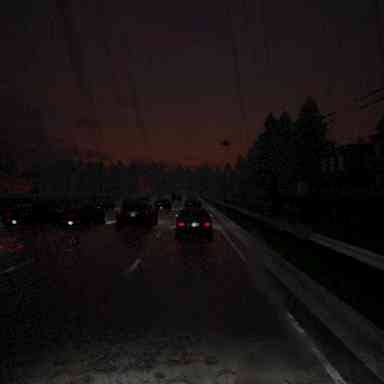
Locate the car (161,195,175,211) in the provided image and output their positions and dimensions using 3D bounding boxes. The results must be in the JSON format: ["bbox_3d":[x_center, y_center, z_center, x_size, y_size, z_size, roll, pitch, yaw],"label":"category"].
[{"bbox_3d":[-3.401,1.484,39.411,1.837,1.490,4.892,0,0,0],"label":"car"}]

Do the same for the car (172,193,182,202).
[{"bbox_3d":[-3.503,1.182,74.595,2.150,2.045,5.566,0,0,0],"label":"car"}]

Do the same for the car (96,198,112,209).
[{"bbox_3d":[-10.401,1.483,39.425,1.837,1.490,4.892,0,0,0],"label":"car"}]

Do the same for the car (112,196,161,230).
[{"bbox_3d":[-3.401,1.340,21.317,2.097,1.767,4.553,0,0,0],"label":"car"}]

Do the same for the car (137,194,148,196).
[{"bbox_3d":[-10.503,1.457,74.565,1.837,1.490,4.892,0,0,0],"label":"car"}]

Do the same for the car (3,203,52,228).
[{"bbox_3d":[-10.400,1.492,21.895,1.837,1.490,4.892,0,0,0],"label":"car"}]

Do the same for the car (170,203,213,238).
[{"bbox_3d":[0.101,1.538,17.656,2.033,1.411,5.357,0,0,0],"label":"car"}]

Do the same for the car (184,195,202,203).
[{"bbox_3d":[0.099,1.484,39.444,1.837,1.490,4.892,0,0,0],"label":"car"}]

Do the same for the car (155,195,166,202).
[{"bbox_3d":[-7.003,1.497,74.565,2.033,1.411,5.357,0,0,0],"label":"car"}]

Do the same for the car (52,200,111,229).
[{"bbox_3d":[-6.900,1.493,21.304,1.837,1.490,4.892,0,0,0],"label":"car"}]
